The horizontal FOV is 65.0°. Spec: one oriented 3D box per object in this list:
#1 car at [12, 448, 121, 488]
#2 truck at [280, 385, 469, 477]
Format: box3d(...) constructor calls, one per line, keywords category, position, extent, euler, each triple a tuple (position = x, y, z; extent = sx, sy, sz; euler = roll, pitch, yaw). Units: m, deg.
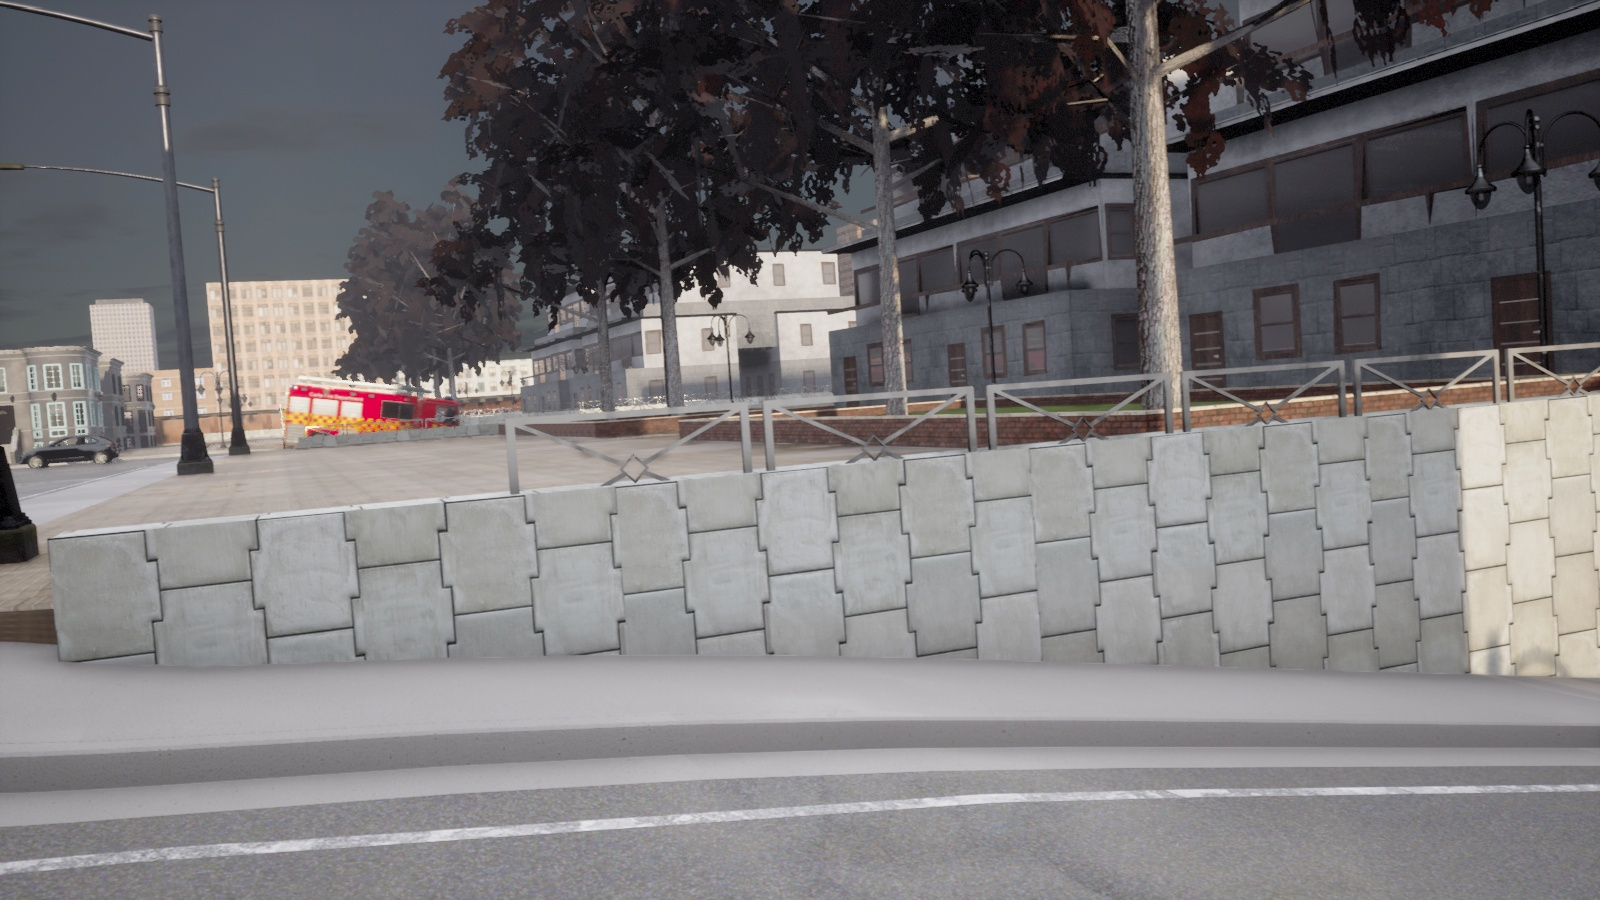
box3d(category="car", position=(-35.416, 0.844, 60.734), extent=(4.193, 1.474, 1.816), euler=(-6, 3, -22))
box3d(category="truck", position=(-21.192, -0.902, 62.643), extent=(8.468, 3.827, 2.891), euler=(5, -1, -22))
